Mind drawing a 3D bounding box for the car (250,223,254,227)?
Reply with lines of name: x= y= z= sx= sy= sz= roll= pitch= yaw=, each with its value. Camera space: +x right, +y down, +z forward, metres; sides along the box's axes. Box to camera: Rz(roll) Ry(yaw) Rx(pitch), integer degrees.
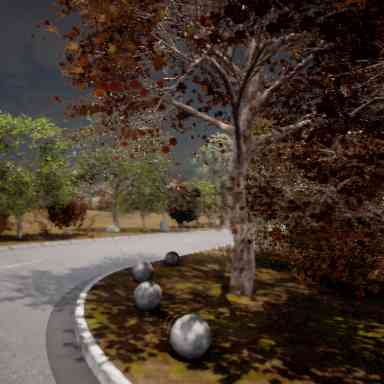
car: x=9.699 y=4.833 z=49.293 sx=1.994 sy=1.385 sz=4.181 roll=0 pitch=-4 yaw=27
